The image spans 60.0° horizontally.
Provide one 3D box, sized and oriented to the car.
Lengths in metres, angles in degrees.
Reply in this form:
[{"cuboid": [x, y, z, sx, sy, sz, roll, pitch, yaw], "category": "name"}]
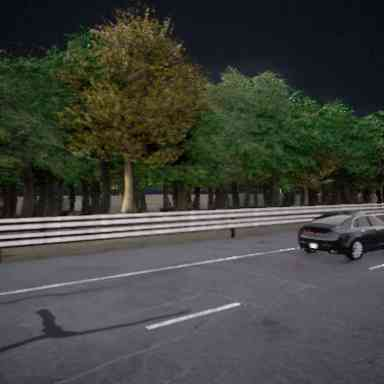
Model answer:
[{"cuboid": [5.939, 1.505, 12.286, 4.892, 1.490, 1.837, 0, 0, -36], "category": "car"}]
